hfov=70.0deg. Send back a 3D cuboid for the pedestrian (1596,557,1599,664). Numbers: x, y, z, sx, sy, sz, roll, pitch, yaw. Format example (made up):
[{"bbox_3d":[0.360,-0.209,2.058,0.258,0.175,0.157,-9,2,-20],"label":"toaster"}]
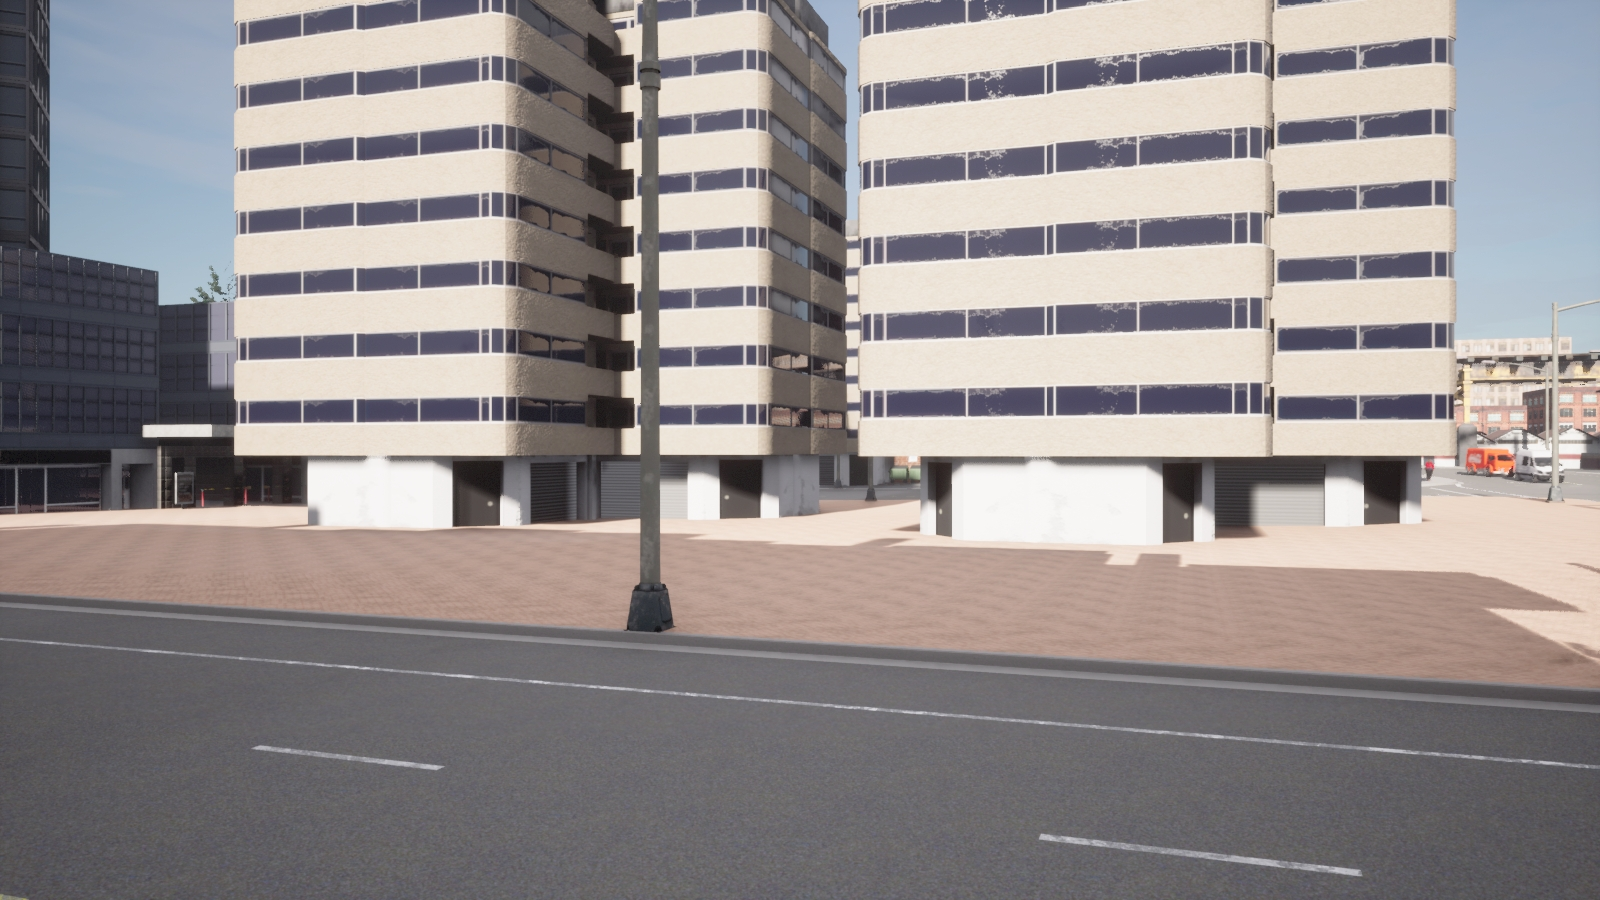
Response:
[{"bbox_3d":[9.982,1.975,13.934,0.375,1.300,0.375,0,0,22],"label":"pedestrian"}]
